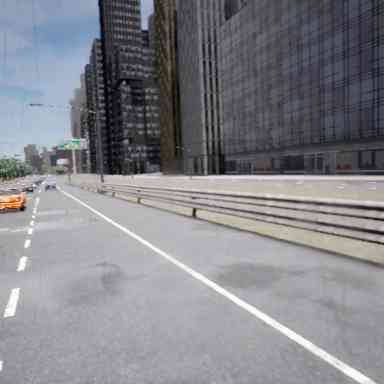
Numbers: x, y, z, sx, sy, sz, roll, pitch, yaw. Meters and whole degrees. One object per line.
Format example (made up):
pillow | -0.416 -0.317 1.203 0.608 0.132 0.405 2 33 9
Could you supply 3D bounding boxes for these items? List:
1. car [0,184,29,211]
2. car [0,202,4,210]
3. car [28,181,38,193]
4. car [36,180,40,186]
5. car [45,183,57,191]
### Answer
car | -13.549 0.487 24.609 2.097 1.767 4.553 -4 4 -24
car | -6.331 1.313 8.525 2.033 1.411 5.357 -4 4 -24
car | -27.470 -0.559 55.629 2.033 1.411 5.357 -4 4 -24
car | -35.780 -1.304 74.349 1.895 1.301 4.718 -4 4 -24
car | -26.177 -1.022 61.543 1.812 1.442 4.674 -4 4 -24
